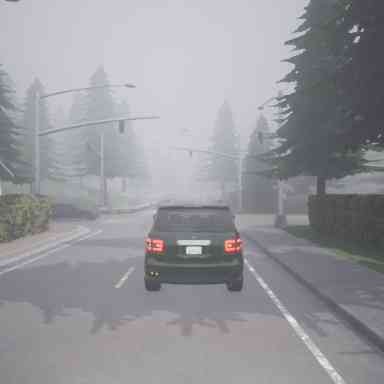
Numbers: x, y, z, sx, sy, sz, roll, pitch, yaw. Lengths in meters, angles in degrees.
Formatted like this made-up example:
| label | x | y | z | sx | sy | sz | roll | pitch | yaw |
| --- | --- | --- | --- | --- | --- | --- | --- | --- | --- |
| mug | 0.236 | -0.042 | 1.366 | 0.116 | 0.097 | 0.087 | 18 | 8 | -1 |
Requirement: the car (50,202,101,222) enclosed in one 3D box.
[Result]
| label | x | y | z | sx | sy | sz | roll | pitch | yaw |
| --- | --- | --- | --- | --- | --- | --- | --- | --- | --- |
| car | -9.450 | 1.511 | 25.738 | 4.674 | 1.442 | 1.812 | 0 | 0 | -2 |

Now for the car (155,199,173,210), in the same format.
| label | x | y | z | sx | sy | sz | roll | pitch | yaw |
| --- | --- | --- | --- | --- | --- | --- | --- | --- | --- |
| car | -3.650 | 1.601 | 43.949 | 1.895 | 1.301 | 4.718 | 0 | 0 | 0 |

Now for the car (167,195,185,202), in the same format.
| label | x | y | z | sx | sy | sz | roll | pitch | yaw |
| --- | --- | --- | --- | --- | --- | --- | --- | --- | --- |
| car | -3.631 | 1.524 | 74.067 | 1.812 | 1.442 | 4.674 | 0 | 0 | -35 |

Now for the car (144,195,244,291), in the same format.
| label | x | y | z | sx | sy | sz | roll | pitch | yaw |
| --- | --- | --- | --- | --- | --- | --- | --- | --- | --- |
| car | 0.052 | 1.221 | 9.118 | 2.150 | 2.045 | 5.566 | 0 | 0 | 0 |

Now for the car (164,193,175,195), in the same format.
| label | x | y | z | sx | sy | sz | roll | pitch | yaw |
| --- | --- | --- | --- | --- | --- | --- | --- | --- | --- |
| car | -3.654 | 1.221 | 53.858 | 2.150 | 2.045 | 5.566 | 0 | 0 | -1 |

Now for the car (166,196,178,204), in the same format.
| label | x | y | z | sx | sy | sz | roll | pitch | yaw |
| --- | --- | --- | --- | --- | --- | --- | --- | --- | --- |
| car | -3.956 | 1.505 | 64.287 | 1.837 | 1.490 | 4.892 | 0 | 0 | -8 |
